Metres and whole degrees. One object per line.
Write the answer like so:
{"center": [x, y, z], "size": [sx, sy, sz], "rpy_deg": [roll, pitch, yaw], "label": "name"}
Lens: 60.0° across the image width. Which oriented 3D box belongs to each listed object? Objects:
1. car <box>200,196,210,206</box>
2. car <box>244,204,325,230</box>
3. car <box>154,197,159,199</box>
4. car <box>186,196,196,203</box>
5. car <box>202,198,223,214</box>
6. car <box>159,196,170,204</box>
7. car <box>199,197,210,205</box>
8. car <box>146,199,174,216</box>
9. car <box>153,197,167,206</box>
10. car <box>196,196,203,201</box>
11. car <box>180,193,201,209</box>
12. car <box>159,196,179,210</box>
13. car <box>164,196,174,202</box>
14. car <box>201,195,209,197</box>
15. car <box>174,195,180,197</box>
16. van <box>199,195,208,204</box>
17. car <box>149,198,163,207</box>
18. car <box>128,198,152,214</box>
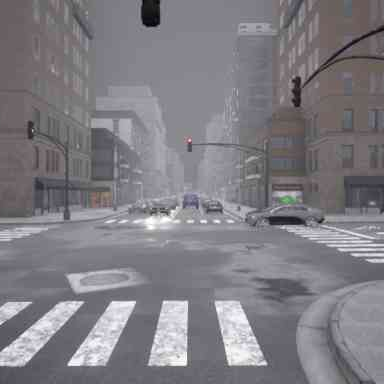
{"center": [2.380, 1.639, 47.139], "size": [1.802, 1.307, 4.206], "rpy_deg": [0, 0, 0], "label": "car"}
{"center": [5.678, 1.482, 20.602], "size": [4.902, 1.511, 2.128], "rpy_deg": [-1, 0, 0], "label": "car"}
{"center": [-5.655, 1.487, 41.643], "size": [1.967, 1.590, 4.097], "rpy_deg": [0, 0, 0], "label": "car"}
{"center": [-0.200, 1.674, 73.680], "size": [1.994, 1.385, 4.181], "rpy_deg": [0, 0, 0], "label": "car"}
{"center": [2.360, 1.604, 36.117], "size": [1.947, 1.339, 4.313], "rpy_deg": [0, 0, 0], "label": "car"}
{"center": [-5.604, 1.548, 69.197], "size": [1.967, 1.590, 4.097], "rpy_deg": [0, 0, 0], "label": "car"}
{"center": [2.411, 1.644, 63.671], "size": [2.008, 1.369, 4.403], "rpy_deg": [0, 0, 0], "label": "car"}
{"center": [-3.133, 1.635, 33.495], "size": [1.895, 1.301, 4.718], "rpy_deg": [0, 0, 0], "label": "car"}
{"center": [-5.624, 1.631, 58.175], "size": [2.008, 1.369, 4.403], "rpy_deg": [0, 0, 0], "label": "car"}
{"center": [2.050, 1.694, 90.086], "size": [1.812, 1.442, 4.674], "rpy_deg": [0, 0, 0], "label": "car"}
{"center": [-0.171, 1.279, 47.243], "size": [2.150, 2.045, 5.566], "rpy_deg": [0, 0, 0], "label": "car"}
{"center": [-3.110, 1.615, 43.473], "size": [1.994, 1.385, 4.181], "rpy_deg": [0, 0, 1], "label": "car"}
{"center": [-5.583, 1.690, 80.218], "size": [2.008, 1.369, 4.403], "rpy_deg": [0, 0, 0], "label": "car"}
{"center": [2.390, 1.634, 52.650], "size": [1.947, 1.339, 4.313], "rpy_deg": [0, 0, 0], "label": "car"}
{"center": [-3.084, 1.634, 53.432], "size": [1.994, 1.385, 4.181], "rpy_deg": [0, 0, 0], "label": "car"}
{"center": [2.421, 1.449, 69.182], "size": [1.690, 1.788, 3.998], "rpy_deg": [0, 0, 0], "label": "van"}
{"center": [-5.634, 1.650, 52.664], "size": [1.802, 1.307, 4.206], "rpy_deg": [0, 0, 0], "label": "car"}
{"center": [-5.665, 1.478, 36.132], "size": [1.967, 1.590, 4.097], "rpy_deg": [0, 0, 0], "label": "car"}
